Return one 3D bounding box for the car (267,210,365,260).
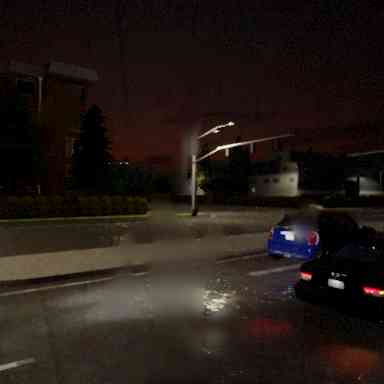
[{"bbox_3d":[4.792,1.472,11.785,4.553,1.767,2.097,1,0,-37],"label":"car"}]

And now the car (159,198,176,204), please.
[{"bbox_3d":[-5.638,2.077,75.973,1.895,1.301,4.718,1,0,-35],"label":"car"}]

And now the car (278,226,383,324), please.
[{"bbox_3d":[4.459,1.632,7.154,5.357,1.411,2.033,1,0,-37],"label":"car"}]
